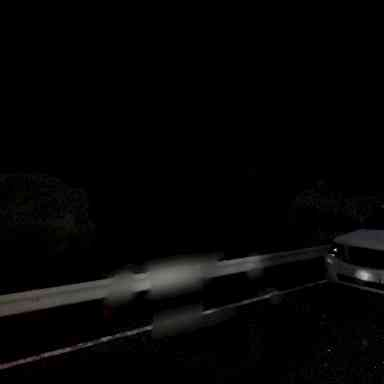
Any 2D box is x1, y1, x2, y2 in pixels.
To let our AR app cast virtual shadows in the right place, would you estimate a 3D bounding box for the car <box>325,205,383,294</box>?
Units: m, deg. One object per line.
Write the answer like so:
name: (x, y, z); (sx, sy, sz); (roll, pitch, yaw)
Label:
car: (5.521, 1.239, 7.898); (5.566, 2.045, 2.150); (0, 0, -35)
